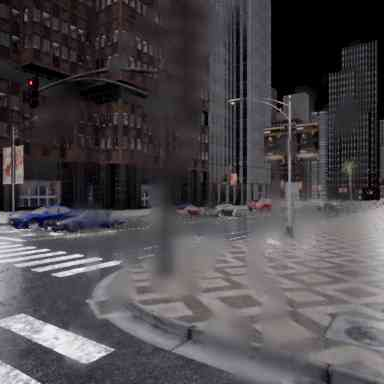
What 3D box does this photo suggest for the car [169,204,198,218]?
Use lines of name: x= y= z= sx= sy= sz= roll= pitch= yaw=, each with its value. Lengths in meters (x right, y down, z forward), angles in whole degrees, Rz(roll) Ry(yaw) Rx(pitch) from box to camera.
car: x=-0.656 y=2.005 z=35.889 sx=1.994 sy=1.385 sz=4.181 roll=0 pitch=-1 yaw=35

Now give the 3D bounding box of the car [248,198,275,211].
car: x=10.797 y=1.996 z=52.076 sx=2.150 sy=2.045 sz=5.566 roll=0 pitch=-1 yaw=35

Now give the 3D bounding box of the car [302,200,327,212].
car: x=19.305 y=2.372 z=52.742 sx=2.033 sy=1.411 sz=5.357 roll=0 pitch=-1 yaw=35

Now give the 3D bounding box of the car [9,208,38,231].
car: x=-9.821 y=1.689 z=22.808 sx=1.882 sy=1.535 sz=5.008 roll=0 pitch=-1 yaw=35

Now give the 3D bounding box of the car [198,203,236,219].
car: x=2.990 y=1.976 z=35.426 sx=1.837 sy=1.490 sz=4.892 roll=0 pitch=-1 yaw=35

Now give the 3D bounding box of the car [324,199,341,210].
car: x=26.025 y=2.508 z=62.314 sx=1.837 sy=1.490 sz=4.892 roll=0 pitch=-1 yaw=35

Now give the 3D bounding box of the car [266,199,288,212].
car: x=13.477 y=2.272 z=50.236 sx=2.128 sy=1.511 sz=4.902 roll=0 pitch=-1 yaw=35

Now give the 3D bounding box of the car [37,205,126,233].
car: x=-6.762 y=1.772 z=21.512 sx=2.033 sy=1.411 sz=5.357 roll=0 pitch=-1 yaw=35
